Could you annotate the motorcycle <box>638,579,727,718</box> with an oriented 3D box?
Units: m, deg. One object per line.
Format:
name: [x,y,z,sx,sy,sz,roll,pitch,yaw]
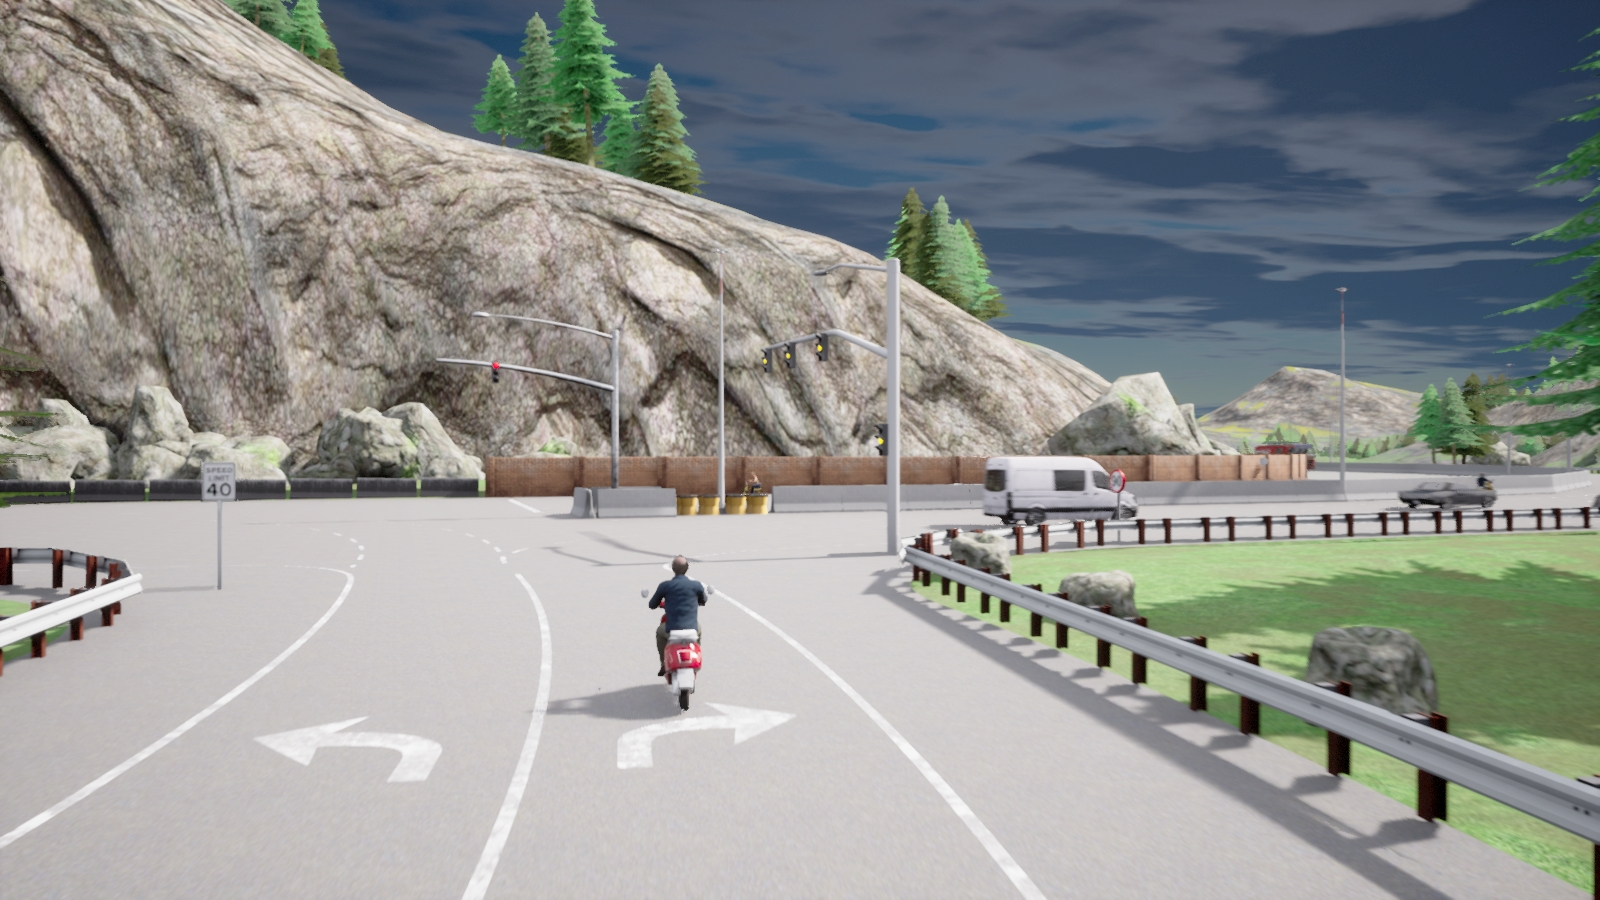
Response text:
motorcycle: [-1.362,2.185,12.926,0.856,1.236,1.805,-1,0,-10]

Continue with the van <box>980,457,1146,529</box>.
van: [9.817,1.541,42.660,5.915,2.561,1.988,0,0,-20]

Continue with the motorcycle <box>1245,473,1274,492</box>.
motorcycle: [31.060,2.191,77.180,1.805,1.236,0.856,0,-4,-32]

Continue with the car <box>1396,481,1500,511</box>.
car: [30.868,2.160,54.429,4.718,1.301,1.895,0,0,-24]

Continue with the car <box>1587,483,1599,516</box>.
car: [36.204,2.122,49.194,4.181,1.385,1.994,0,0,-26]
